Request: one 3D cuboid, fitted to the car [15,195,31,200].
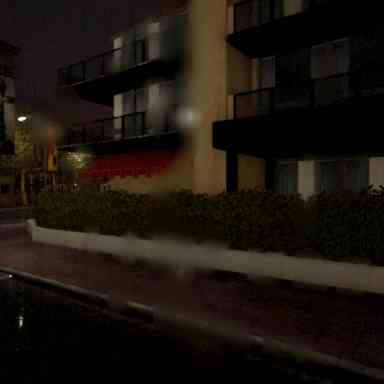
[{"bbox_3d":[-35.611,1.464,67.681,4.892,1.521,2.231,0,0,36],"label":"car"}]
